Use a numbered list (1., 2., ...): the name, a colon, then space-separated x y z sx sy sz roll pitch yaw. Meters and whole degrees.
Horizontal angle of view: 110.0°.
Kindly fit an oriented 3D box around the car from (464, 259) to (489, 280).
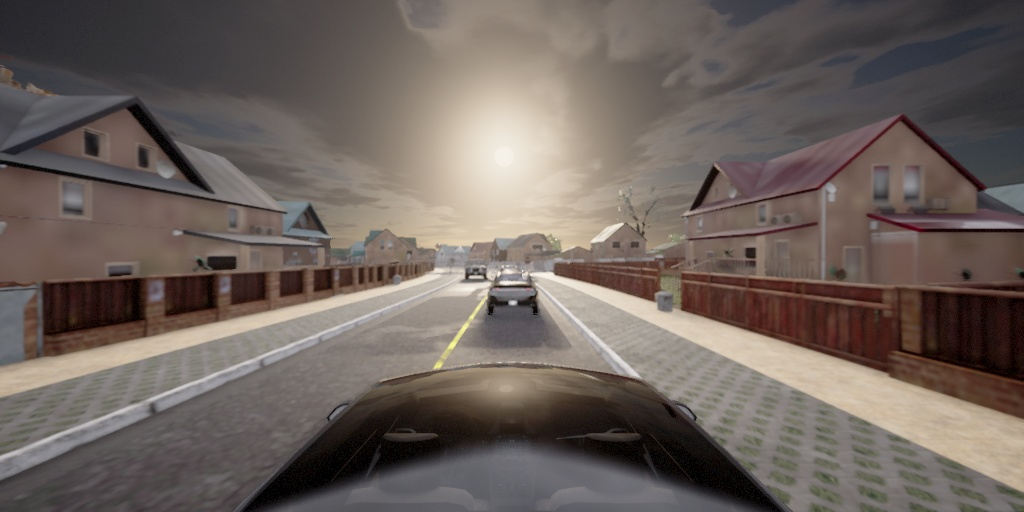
1. car: -3.575 1.317 36.176 2.150 2.045 5.566 0 -1 -4

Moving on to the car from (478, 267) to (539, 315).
1. car: 0.045 1.357 14.244 2.128 1.511 4.902 0 -1 0
